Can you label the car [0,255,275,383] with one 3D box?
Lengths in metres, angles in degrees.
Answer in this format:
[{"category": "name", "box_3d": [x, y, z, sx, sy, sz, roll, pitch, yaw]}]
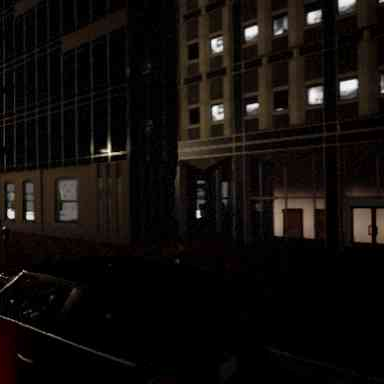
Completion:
[{"category": "car", "box_3d": [-1.288, 1.465, 3.803, 4.097, 1.590, 1.967, -1, -1, 36]}]
